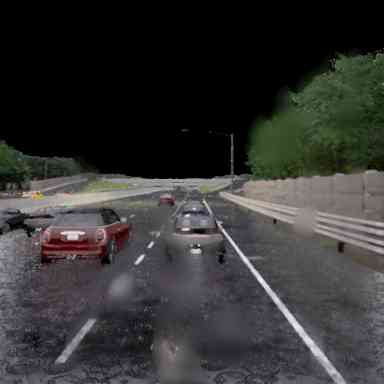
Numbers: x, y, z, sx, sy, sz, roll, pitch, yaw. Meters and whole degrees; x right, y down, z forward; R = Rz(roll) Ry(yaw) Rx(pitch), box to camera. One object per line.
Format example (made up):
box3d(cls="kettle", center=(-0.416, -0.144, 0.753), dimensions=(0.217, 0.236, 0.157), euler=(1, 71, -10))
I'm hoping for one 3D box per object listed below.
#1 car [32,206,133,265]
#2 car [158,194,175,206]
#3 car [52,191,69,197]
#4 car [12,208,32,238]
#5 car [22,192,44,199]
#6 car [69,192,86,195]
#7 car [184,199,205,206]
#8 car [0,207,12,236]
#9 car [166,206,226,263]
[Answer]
box3d(cls="car", center=(-3.482, 1.342, 11.861), dimensions=(2.097, 1.767, 4.553), euler=(0, 0, 0))
box3d(cls="car", center=(-3.292, 1.024, 43.767), dimensions=(1.882, 1.535, 5.008), euler=(0, 1, 1))
box3d(cls="car", center=(-24.097, 0.597, 61.679), dimensions=(2.097, 1.767, 4.553), euler=(0, 1, 1))
box3d(cls="car", center=(-6.863, 1.451, 17.301), dimensions=(2.128, 1.511, 4.902), euler=(0, 0, 0))
box3d(cls="car", center=(-27.657, 0.740, 57.877), dimensions=(1.882, 1.535, 5.008), euler=(0, 1, 1))
box3d(cls="car", center=(-20.598, 0.766, 61.608), dimensions=(1.994, 1.385, 4.181), euler=(0, 1, 1))
box3d(cls="car", center=(0.206, 1.367, 30.559), dimensions=(1.994, 1.385, 4.181), euler=(0, 1, 0))
box3d(cls="car", center=(-10.359, 1.515, 18.273), dimensions=(1.994, 1.385, 4.181), euler=(0, 0, 0))
box3d(cls="car", center=(0.119, 1.480, 11.958), dimensions=(2.128, 1.511, 4.902), euler=(0, 0, 0))
